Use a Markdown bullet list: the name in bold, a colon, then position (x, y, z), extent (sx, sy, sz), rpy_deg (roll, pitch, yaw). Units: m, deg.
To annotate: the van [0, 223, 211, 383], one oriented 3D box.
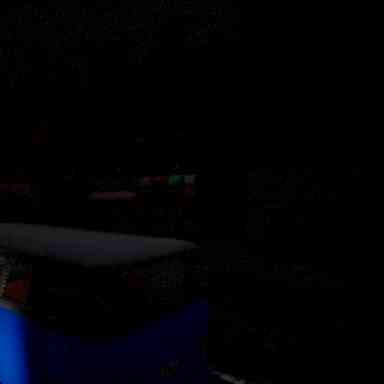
- **van**: position (-1.705, 1.341, 4.039), extent (3.998, 1.788, 1.690), rpy_deg (0, -1, 35)
